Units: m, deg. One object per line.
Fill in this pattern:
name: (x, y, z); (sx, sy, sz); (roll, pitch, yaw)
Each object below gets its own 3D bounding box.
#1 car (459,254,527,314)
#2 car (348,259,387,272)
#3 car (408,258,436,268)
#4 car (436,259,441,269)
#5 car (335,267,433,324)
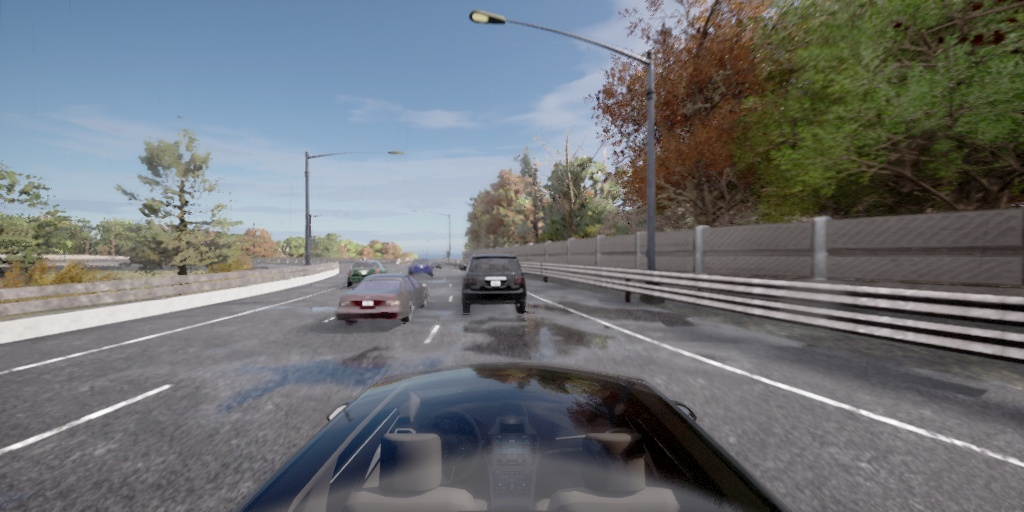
car: (-0.812, 0.930, 13.760); (2.150, 2.045, 5.566); (0, 0, -7)
car: (-9.685, 1.067, 24.386); (2.097, 1.767, 4.553); (0, 0, -13)
car: (-9.009, 1.022, 35.180); (2.097, 1.767, 4.553); (0, 0, -18)
car: (-11.477, 1.185, 51.332); (1.994, 1.385, 4.181); (0, 0, -21)
car: (-4.014, 1.280, 11.878); (2.033, 1.411, 5.357); (0, 0, -6)
